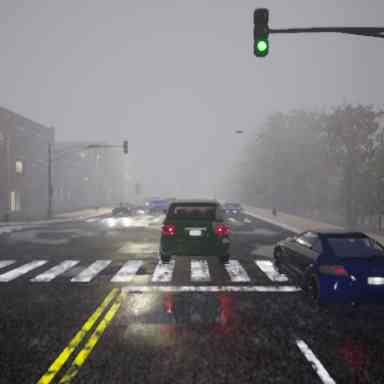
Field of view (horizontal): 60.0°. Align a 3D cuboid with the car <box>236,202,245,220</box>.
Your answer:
[{"bbox_3d":[3.319,1.574,28.384,2.033,1.411,5.357,0,0,0],"label":"car"}]

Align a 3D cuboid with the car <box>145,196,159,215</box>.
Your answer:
[{"bbox_3d":[-3.395,1.511,34.959,1.882,1.535,5.008,0,0,0],"label":"car"}]

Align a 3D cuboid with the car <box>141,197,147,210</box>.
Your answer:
[{"bbox_3d":[-6.664,1.589,42.920,2.033,1.411,5.357,0,0,0],"label":"car"}]

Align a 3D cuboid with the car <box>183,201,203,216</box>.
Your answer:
[{"bbox_3d":[0.051,1.633,33.618,1.895,1.301,4.718,0,0,0],"label":"car"}]

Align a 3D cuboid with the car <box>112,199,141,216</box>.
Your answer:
[{"bbox_3d":[-6.642,1.633,33.267,1.895,1.301,4.718,0,0,0],"label":"car"}]

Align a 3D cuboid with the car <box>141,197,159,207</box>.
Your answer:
[{"bbox_3d":[-6.624,1.544,52.835,2.128,1.511,4.902,0,0,0],"label":"car"}]

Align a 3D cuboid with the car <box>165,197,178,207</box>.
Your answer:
[{"bbox_3d":[-3.378,1.580,54.638,1.812,1.442,4.674,0,0,0],"label":"car"}]

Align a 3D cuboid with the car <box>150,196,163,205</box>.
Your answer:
[{"bbox_3d":[-6.657,1.568,62.927,1.837,1.490,4.892,0,0,0],"label":"car"}]

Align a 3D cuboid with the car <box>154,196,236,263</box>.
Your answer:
[{"bbox_3d":[0.095,1.236,12.094,2.150,2.045,5.566,0,0,0],"label":"car"}]

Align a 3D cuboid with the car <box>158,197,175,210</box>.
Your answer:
[{"bbox_3d":[-3.410,1.521,44.572,1.882,1.535,5.008,0,0,0],"label":"car"}]

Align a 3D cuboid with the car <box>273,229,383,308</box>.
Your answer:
[{"bbox_3d":[3.345,1.572,8.011,1.994,1.385,4.181,0,0,0],"label":"car"}]
